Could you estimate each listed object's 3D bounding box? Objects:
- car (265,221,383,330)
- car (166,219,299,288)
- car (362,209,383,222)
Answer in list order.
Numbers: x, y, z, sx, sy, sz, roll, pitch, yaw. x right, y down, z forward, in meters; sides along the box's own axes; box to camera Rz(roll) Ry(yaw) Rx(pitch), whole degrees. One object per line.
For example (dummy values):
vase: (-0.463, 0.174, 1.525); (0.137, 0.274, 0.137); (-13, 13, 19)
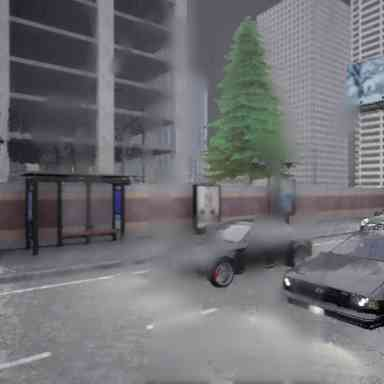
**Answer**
car: (4.198, 1.537, 6.972); (5.357, 1.411, 2.033); (0, 0, -35)
car: (1.506, 1.516, 9.356); (4.674, 1.442, 1.812); (0, 0, -35)
car: (9.605, 1.328, 15.075); (4.553, 1.767, 2.097); (0, 0, -35)
